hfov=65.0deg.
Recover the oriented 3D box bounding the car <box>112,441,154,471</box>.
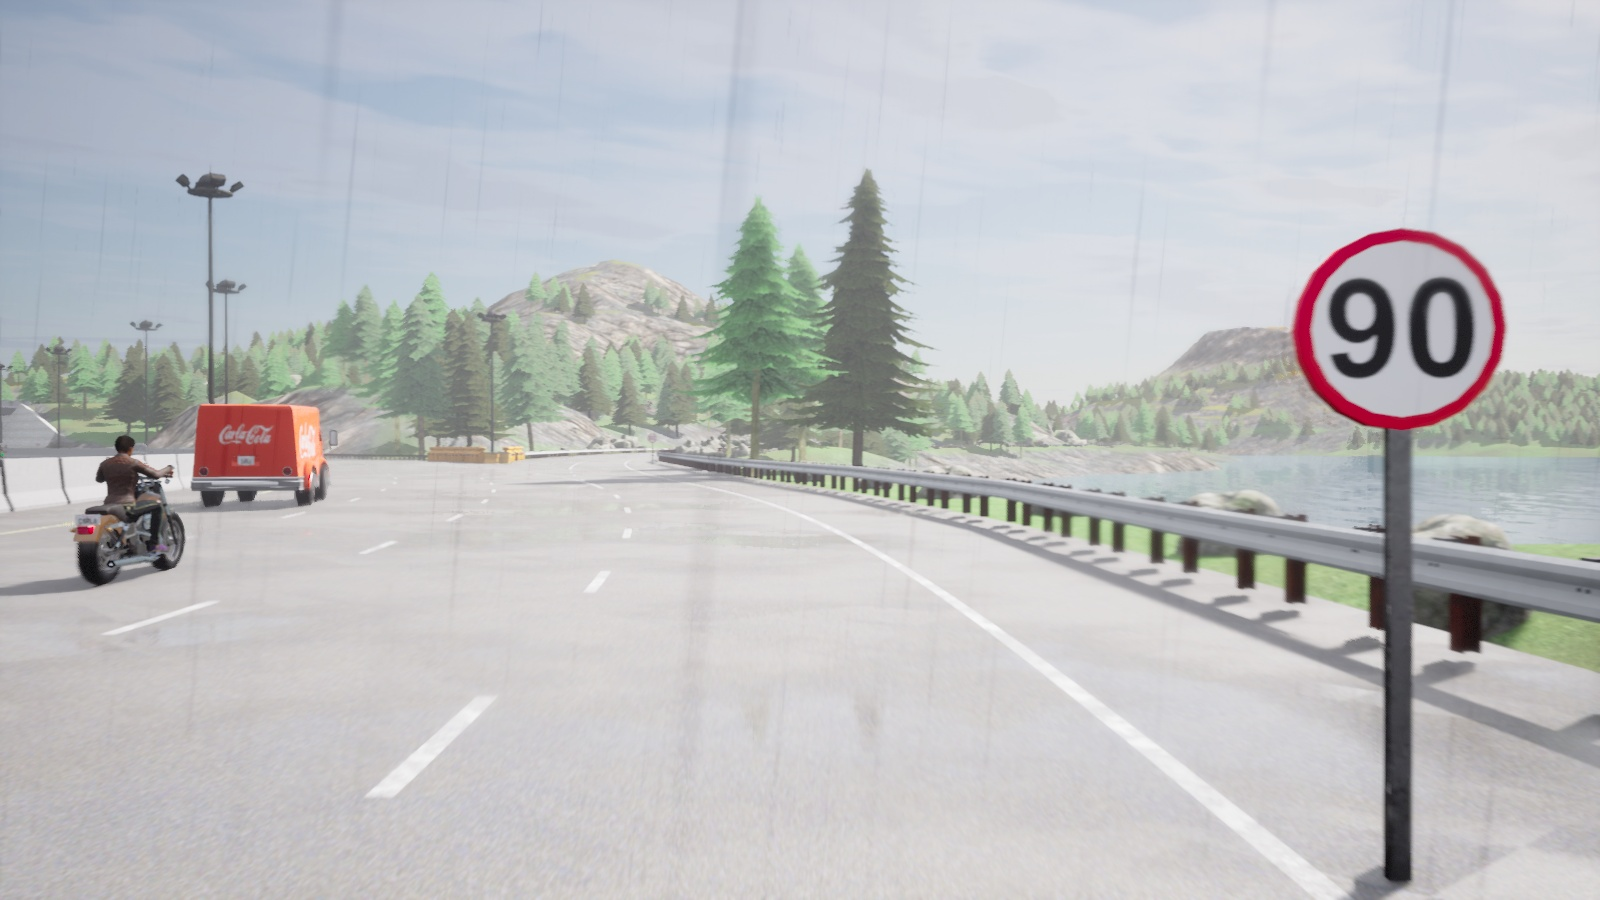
[{"bbox_3d":[-38.255,0.329,72.083,2.033,1.649,4.856,0,0,-27],"label":"car"}]

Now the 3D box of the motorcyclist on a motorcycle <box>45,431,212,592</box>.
[{"bbox_3d":[-7.479,0.629,14.137,0.766,1.649,2.350,-1,0,-5],"label":"motorcyclist on a motorcycle"}]

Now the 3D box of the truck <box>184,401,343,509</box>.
[{"bbox_3d":[-13.350,0.102,31.671,2.627,2.467,5.204,0,0,-11],"label":"truck"}]
